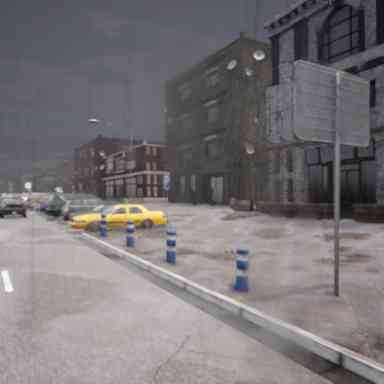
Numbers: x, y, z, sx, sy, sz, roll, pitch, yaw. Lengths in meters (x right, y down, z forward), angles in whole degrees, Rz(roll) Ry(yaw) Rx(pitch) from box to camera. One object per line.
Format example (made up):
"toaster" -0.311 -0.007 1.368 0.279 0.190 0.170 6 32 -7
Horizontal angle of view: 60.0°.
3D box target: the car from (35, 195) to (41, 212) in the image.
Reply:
"car" -11.261 1.329 30.479 5.008 1.535 2.097 0 0 -32

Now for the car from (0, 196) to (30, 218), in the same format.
"car" -15.092 1.342 27.966 1.837 1.490 4.892 0 0 -32

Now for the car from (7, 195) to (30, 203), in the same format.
"car" -39.045 1.551 74.890 4.553 1.767 2.185 0 0 -32

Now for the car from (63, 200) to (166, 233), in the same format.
"car" -4.098 1.386 18.705 5.366 1.575 1.946 0 0 -32

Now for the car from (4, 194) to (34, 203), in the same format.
"car" -37.631 1.409 72.522 5.566 2.045 2.435 0 0 -32

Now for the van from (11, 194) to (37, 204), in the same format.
"van" -33.114 1.379 65.586 4.442 1.987 1.878 0 -1 -32

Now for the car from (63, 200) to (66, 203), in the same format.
"car" -5.402 1.410 21.142 4.674 1.452 2.002 0 0 -32

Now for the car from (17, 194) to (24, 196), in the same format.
"car" -21.526 1.145 46.819 5.566 2.045 2.435 0 -1 -32

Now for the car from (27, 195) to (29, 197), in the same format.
"car" -15.672 1.365 37.472 4.792 1.488 2.163 0 0 -32

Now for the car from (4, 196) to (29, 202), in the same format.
"car" -43.307 1.711 81.982 5.366 1.575 1.946 0 0 -32

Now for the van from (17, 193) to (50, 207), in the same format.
"van" -24.527 1.221 51.442 4.442 1.987 1.878 0 -1 -32

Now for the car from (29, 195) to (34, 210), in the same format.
"car" -14.178 1.331 35.156 4.892 1.521 2.231 0 0 -32

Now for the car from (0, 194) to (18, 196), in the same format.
"car" -22.023 1.352 38.990 2.128 1.511 4.902 0 0 -32

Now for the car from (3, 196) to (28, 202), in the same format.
"car" -44.772 1.720 84.321 5.366 1.575 1.946 0 0 -32

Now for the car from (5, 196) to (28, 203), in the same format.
"car" -42.003 1.743 79.546 4.674 1.452 2.002 0 0 -32

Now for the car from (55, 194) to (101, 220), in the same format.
"car" -6.894 1.229 23.458 4.553 1.767 2.185 0 0 -32

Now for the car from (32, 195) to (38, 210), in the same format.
"car" -12.715 1.329 32.820 4.892 1.521 2.231 0 0 -32

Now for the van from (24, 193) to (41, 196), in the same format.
"van" -18.411 1.133 42.119 4.442 1.987 1.878 0 -1 -32

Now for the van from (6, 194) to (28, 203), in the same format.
"van" -40.635 1.464 77.149 4.442 1.987 1.878 0 0 -32

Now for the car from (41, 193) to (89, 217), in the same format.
"car" -8.305 1.091 25.825 5.566 2.045 2.435 0 0 -32

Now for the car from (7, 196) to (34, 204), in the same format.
"car" -36.167 1.673 70.183 4.792 1.488 2.163 0 0 -32
